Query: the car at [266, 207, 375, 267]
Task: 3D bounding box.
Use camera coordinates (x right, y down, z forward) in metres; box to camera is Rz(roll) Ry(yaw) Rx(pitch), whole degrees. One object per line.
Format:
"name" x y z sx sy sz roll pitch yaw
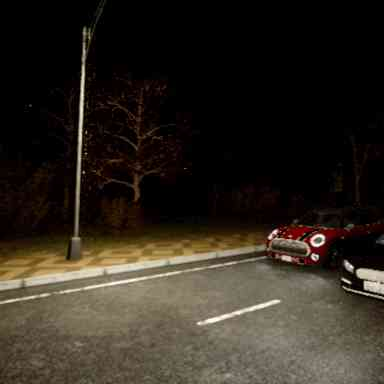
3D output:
"car" 4.570 1.352 11.087 4.553 1.767 2.097 0 0 -37

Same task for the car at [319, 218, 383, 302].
"car" 5.325 1.493 7.598 4.902 1.511 2.128 0 0 -37
